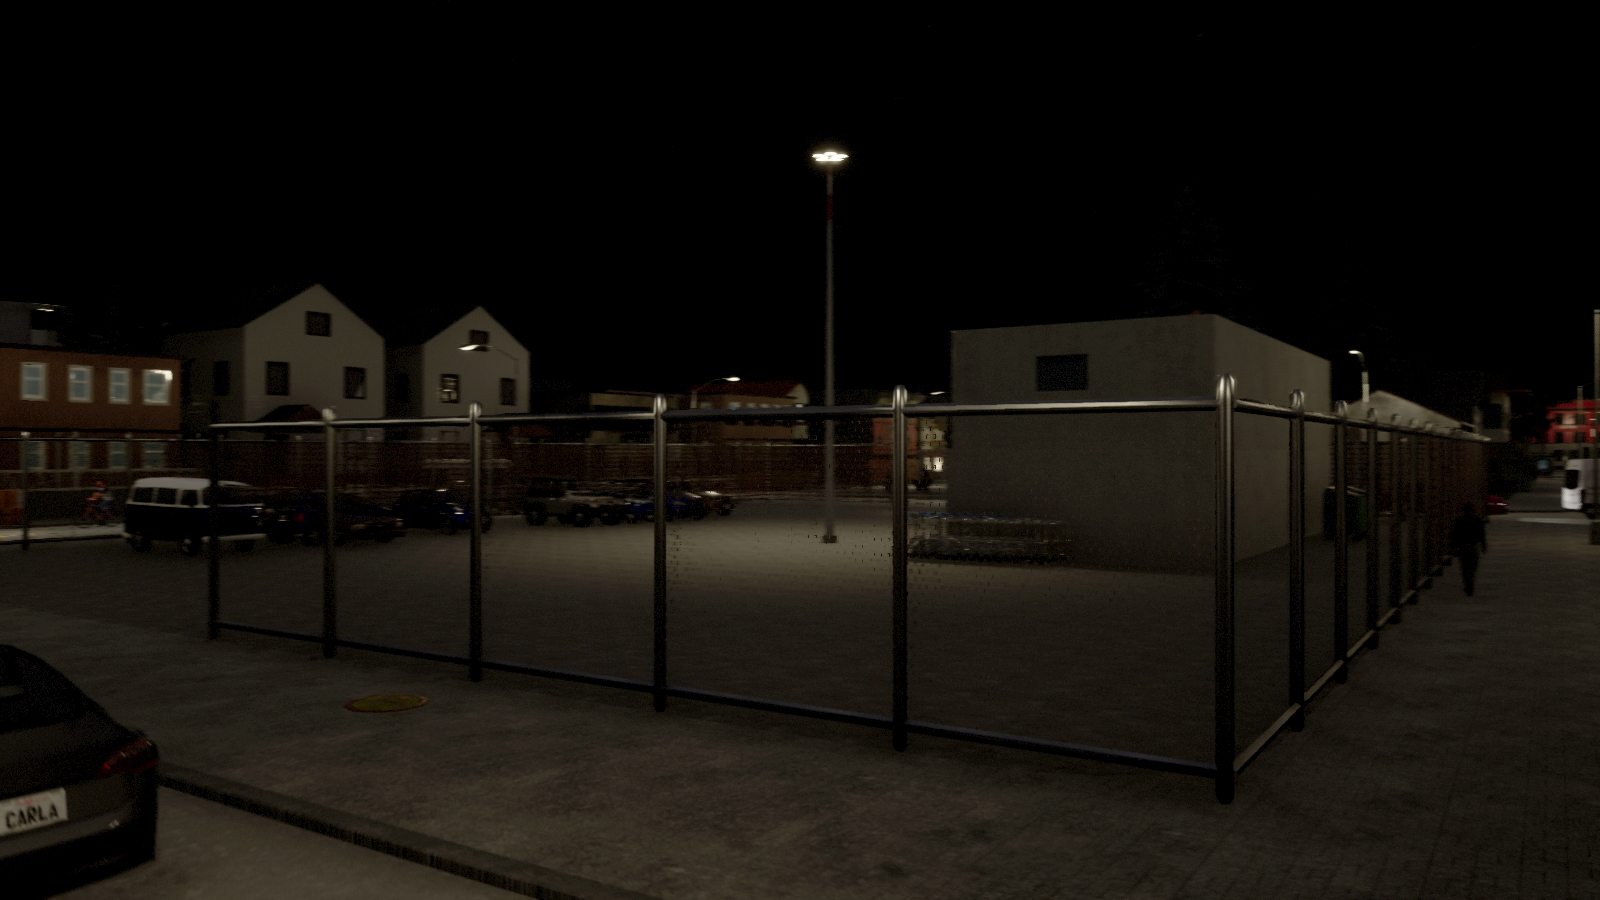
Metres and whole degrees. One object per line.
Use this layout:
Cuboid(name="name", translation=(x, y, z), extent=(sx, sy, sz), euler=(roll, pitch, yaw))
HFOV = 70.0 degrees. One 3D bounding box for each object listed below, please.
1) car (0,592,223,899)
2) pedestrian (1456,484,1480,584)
Cuboid(name="car", translation=(-6.257, 1.861, 7.686), extent=(4.792, 1.488, 2.163), euler=(0, 0, 34))
Cuboid(name="pedestrian", translation=(12.672, 1.580, 21.683), extent=(0.375, 1.860, 0.375), euler=(0, 0, 33))
